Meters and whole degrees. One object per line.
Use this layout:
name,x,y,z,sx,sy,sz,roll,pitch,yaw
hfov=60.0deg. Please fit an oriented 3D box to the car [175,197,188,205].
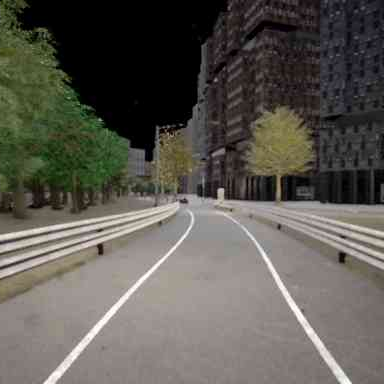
car,-2.118,1.716,66.309,1.882,1.535,5.008,0,0,-14
